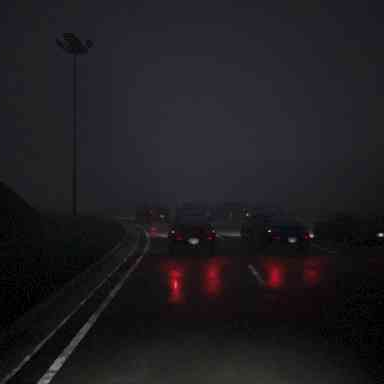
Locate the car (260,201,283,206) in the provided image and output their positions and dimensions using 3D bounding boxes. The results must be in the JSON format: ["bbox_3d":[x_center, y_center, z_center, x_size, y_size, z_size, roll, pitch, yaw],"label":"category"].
[{"bbox_3d":[6.566,1.533,29.706,1.812,1.442,4.674,0,0,-24],"label":"car"}]

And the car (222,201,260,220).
[{"bbox_3d":[3.370,1.516,28.278,1.837,1.490,4.892,0,0,-24],"label":"car"}]

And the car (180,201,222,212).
[{"bbox_3d":[0.175,1.485,26.850,1.882,1.535,5.008,0,0,-24],"label":"car"}]

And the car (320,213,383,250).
[{"bbox_3d":[6.882,1.572,14.390,1.994,1.385,4.181,0,0,-4],"label":"car"}]

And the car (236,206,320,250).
[{"bbox_3d":[3.392,1.533,14.127,1.812,1.442,4.674,0,0,-4],"label":"car"}]

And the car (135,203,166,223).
[{"bbox_3d":[-3.021,1.533,25.422,1.812,1.442,4.674,0,0,-24],"label":"car"}]

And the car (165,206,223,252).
[{"bbox_3d":[-0.098,1.533,13.864,1.812,1.442,4.674,0,0,-4],"label":"car"}]
